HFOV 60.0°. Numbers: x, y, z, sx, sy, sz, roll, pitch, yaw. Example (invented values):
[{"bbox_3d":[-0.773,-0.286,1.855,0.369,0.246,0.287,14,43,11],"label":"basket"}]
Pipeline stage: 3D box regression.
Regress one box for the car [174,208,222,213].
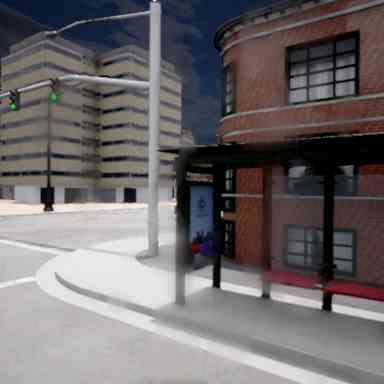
[{"bbox_3d":[0.655,1.335,29.308,2.033,1.411,5.357,1,1,35],"label":"car"}]
